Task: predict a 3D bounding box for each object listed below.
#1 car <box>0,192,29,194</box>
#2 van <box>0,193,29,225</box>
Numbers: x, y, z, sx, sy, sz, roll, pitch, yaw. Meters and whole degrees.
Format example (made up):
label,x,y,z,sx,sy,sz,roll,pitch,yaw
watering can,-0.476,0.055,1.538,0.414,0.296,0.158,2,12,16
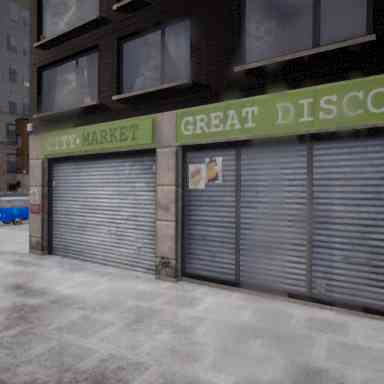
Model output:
label,x,y,z,sx,sy,sz,roll,pitch,yaw
car,-15.235,1.034,26.301,2.150,2.045,5.566,1,1,36
van,-10.859,1.203,22.322,1.690,1.788,3.998,1,1,36
